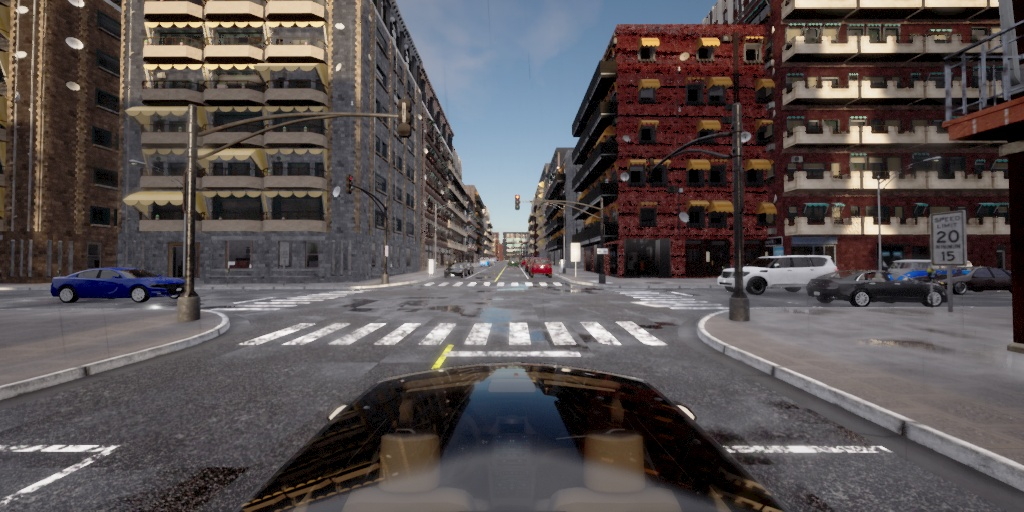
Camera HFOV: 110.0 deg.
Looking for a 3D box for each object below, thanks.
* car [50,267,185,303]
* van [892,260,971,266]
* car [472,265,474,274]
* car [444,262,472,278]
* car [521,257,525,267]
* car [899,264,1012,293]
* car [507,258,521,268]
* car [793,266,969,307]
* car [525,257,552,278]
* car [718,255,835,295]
[{"bbox_3d":[-17.582,1.255,16.242,5.008,1.535,1.882,0,-1,0],"label":"car"},{"bbox_3d":[24.946,1.115,21.438,3.998,1.789,1.690,0,0,0],"label":"van"},{"bbox_3d":[-5.232,1.331,39.461,1.948,1.339,4.313,0,0,0],"label":"car"},{"bbox_3d":[-5.244,1.328,33.900,1.948,1.339,4.313,0,0,0],"label":"car"},{"bbox_3d":[2.661,1.086,45.051,2.192,1.841,5.009,0,0,0],"label":"car"},{"bbox_3d":[24.318,1.271,18.989,5.357,1.411,2.033,0,-1,0],"label":"car"},{"bbox_3d":[0.233,1.178,64.447,2.097,1.767,4.553,0,0,0],"label":"car"},{"bbox_3d":[13.771,1.185,13.610,4.403,1.370,2.007,0,0,0],"label":"car"},{"bbox_3d":[2.637,1.077,33.928,2.192,1.841,5.009,0,0,0],"label":"car"},{"bbox_3d":[14.066,0.969,19.046,5.566,2.045,2.150,0,-1,0],"label":"car"}]
